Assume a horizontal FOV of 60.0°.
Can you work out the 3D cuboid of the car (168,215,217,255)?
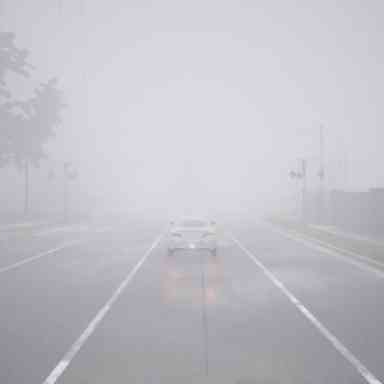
[{"bbox_3d":[0.024,1.675,13.882,1.812,1.442,4.674,0,0,0],"label":"car"}]
